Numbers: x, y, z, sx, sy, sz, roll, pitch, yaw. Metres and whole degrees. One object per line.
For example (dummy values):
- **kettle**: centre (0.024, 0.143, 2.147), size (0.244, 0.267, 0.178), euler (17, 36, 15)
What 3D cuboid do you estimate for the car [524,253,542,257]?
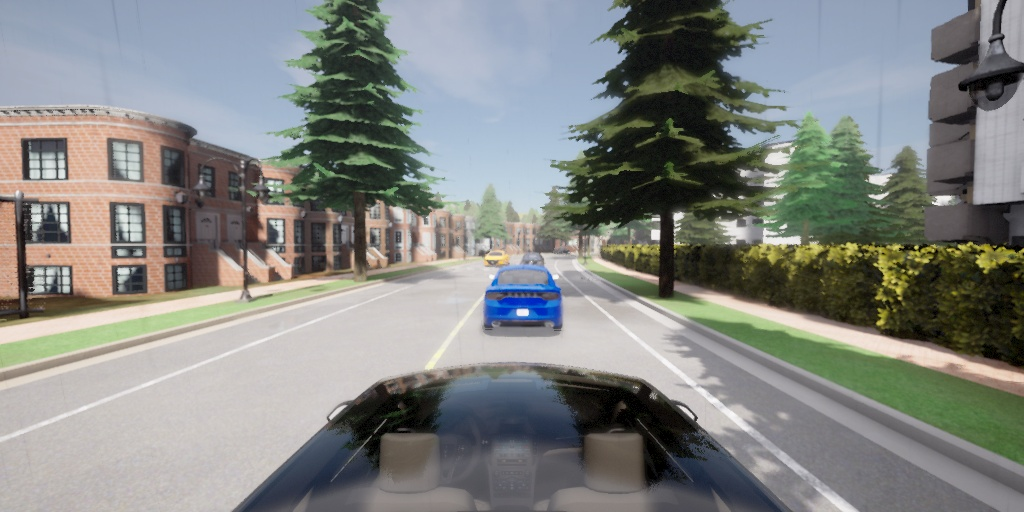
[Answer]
- **car**: centre (1.707, 0.455, 29.203), size (2.033, 1.411, 5.357), euler (0, 2, 6)

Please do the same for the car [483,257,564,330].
- **car**: centre (0.329, 0.969, 10.126), size (1.882, 1.535, 5.008), euler (0, 2, 2)

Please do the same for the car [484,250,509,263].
- **car**: centre (-1.408, 0.230, 34.268), size (1.882, 1.535, 5.008), euler (0, 2, 7)
